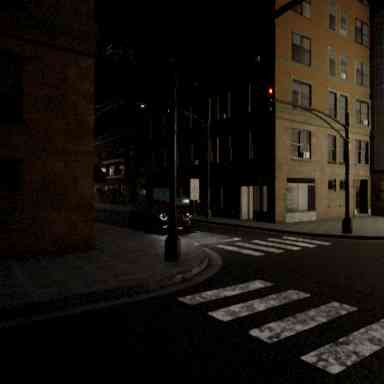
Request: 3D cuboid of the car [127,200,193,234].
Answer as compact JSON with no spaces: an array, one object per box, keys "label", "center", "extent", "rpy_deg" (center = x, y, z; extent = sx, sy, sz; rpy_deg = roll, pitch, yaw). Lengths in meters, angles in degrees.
[{"label":"car","center":[-1.879,1.262,18.809],"extent":[2.097,1.767,4.553],"rpy_deg":[0,0,-35]}]
